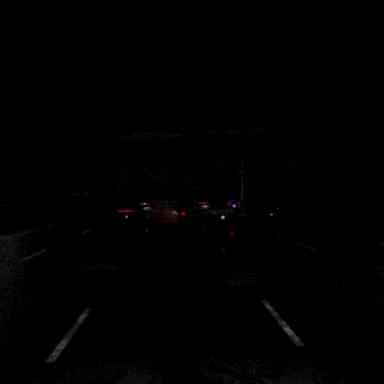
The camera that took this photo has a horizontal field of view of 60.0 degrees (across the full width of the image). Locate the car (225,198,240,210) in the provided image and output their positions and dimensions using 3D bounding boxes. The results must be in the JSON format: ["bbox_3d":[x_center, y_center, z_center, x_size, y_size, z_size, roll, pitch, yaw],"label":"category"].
[{"bbox_3d":[4.904,1.496,42.050,1.812,1.442,4.674,-1,0,-3],"label":"car"}]

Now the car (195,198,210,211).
[{"bbox_3d":[1.441,1.515,41.362,1.837,1.490,4.892,-1,-1,-3],"label":"car"}]

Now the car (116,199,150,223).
[{"bbox_3d":[-4.792,1.575,26.303,2.128,1.511,4.902,-1,0,-3],"label":"car"}]

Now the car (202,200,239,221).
[{"bbox_3d":[2.191,1.594,26.809,1.895,1.301,4.718,-1,0,-3],"label":"car"}]

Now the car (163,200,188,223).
[{"bbox_3d":[-1.273,1.584,25.942,2.033,1.411,5.357,-1,0,-3],"label":"car"}]

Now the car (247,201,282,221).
[{"bbox_3d":[5.699,1.440,26.685,2.128,1.511,4.902,-1,0,-3],"label":"car"}]

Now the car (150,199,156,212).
[{"bbox_3d":[-5.484,1.593,39.964,2.128,1.511,4.902,-1,0,-3],"label":"car"}]
